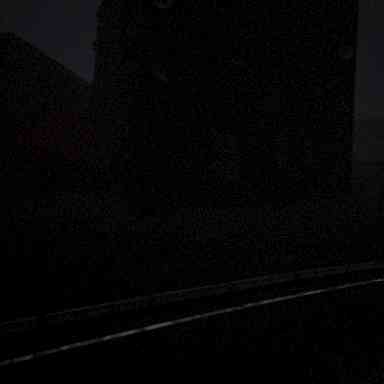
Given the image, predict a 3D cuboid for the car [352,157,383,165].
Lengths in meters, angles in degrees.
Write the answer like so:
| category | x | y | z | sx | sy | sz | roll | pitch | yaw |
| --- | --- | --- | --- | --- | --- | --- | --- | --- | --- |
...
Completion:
| category | x | y | z | sx | sy | sz | roll | pitch | yaw |
| --- | --- | --- | --- | --- | --- | --- | --- | --- | --- |
| car | 21.948 | -3.623 | 41.937 | 4.553 | 1.767 | 2.185 | 2 | -2 | 15 |
